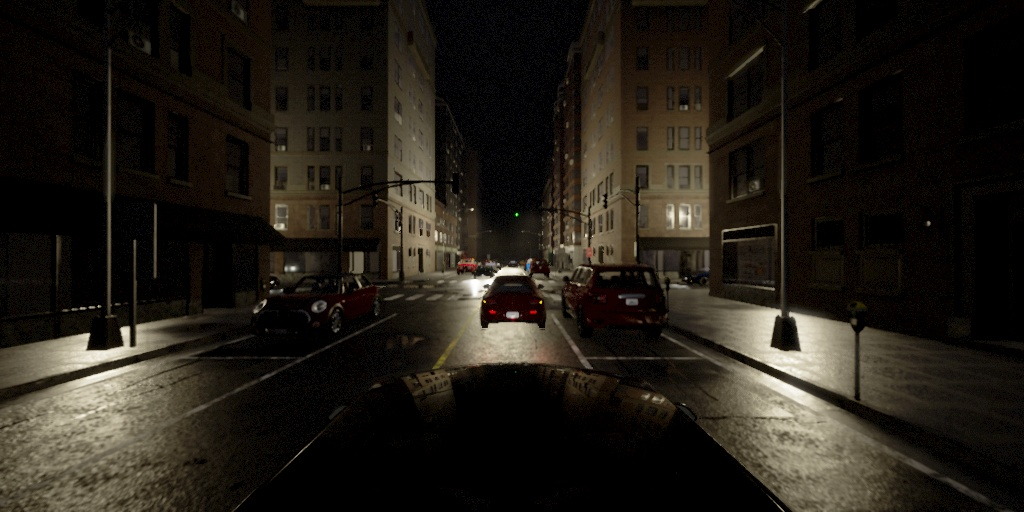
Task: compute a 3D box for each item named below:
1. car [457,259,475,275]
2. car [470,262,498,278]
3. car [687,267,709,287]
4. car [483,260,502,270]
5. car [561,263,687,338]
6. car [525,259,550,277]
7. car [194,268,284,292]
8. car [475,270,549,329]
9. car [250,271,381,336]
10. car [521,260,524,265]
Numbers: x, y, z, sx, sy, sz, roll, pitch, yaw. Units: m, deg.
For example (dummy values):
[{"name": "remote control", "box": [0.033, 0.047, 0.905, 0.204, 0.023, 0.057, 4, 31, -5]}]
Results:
[{"name": "car", "box": [-5.315, 1.292, 42.879, 2.192, 1.841, 5.009, 0, 0, 0]}, {"name": "car", "box": [-2.763, 1.542, 36.211, 1.895, 1.301, 4.718, 0, 0, 0]}, {"name": "car", "box": [14.305, 1.404, 25.371, 4.181, 1.385, 1.994, 0, 0, 0]}, {"name": "car", "box": [-2.734, 1.546, 46.576, 2.033, 1.411, 5.357, 0, 0, 1]}, {"name": "car", "box": [2.657, 1.113, 10.300, 2.192, 1.841, 5.009, 0, 0, 0]}, {"name": "car", "box": [2.790, 1.262, 37.356, 2.192, 1.841, 5.009, 0, 0, 0]}, {"name": "car", "box": [-17.063, 1.478, 22.571, 4.181, 1.385, 1.994, 0, 0, 0]}, {"name": "car", "box": [0.045, 1.329, 11.364, 1.812, 1.442, 4.674, 0, 0, 1]}, {"name": "car", "box": [-5.368, 1.237, 10.320, 1.967, 1.591, 4.097, 0, 0, 0]}, {"name": "car", "box": [2.820, 1.353, 53.867, 2.192, 1.841, 5.009, 0, 0, 0]}]
